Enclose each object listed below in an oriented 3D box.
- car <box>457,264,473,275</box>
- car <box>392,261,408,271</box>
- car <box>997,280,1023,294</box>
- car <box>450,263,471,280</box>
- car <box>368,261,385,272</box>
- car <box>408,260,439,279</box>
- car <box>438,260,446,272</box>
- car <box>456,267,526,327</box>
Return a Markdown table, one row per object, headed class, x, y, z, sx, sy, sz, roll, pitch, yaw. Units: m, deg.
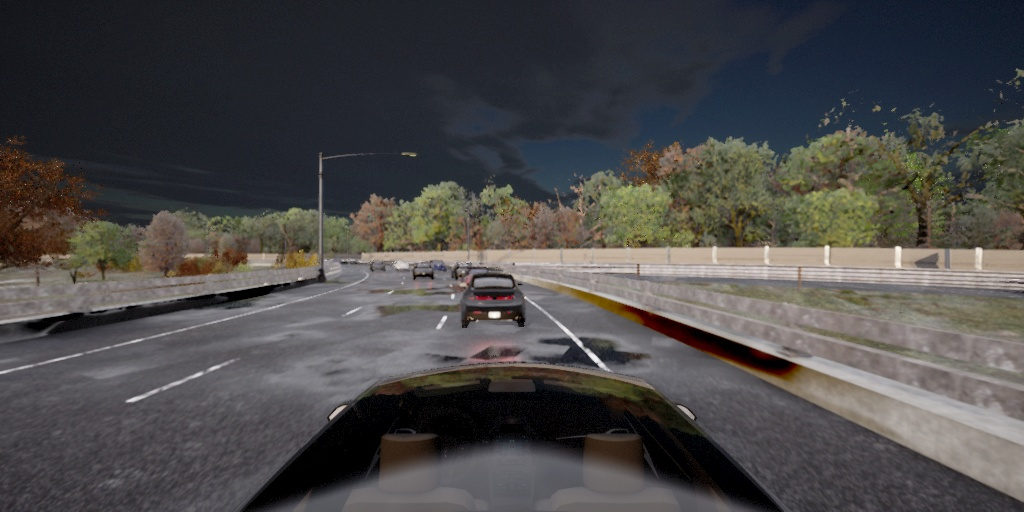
| class | x | y | z | sx | sy | sz | roll | pitch | yaw |
| --- | --- | --- | --- | --- | --- | --- | --- | --- | --- |
| car | -2.196 | 1.385 | 22.673 | 1.994 | 1.385 | 4.181 | 0 | 0 | -11 |
| car | -16.775 | 1.468 | 53.939 | 1.812 | 1.442 | 4.674 | 0 | 0 | -28 |
| car | 34.006 | 1.740 | 22.149 | 5.008 | 1.535 | 1.882 | 3 | 1 | 31 |
| car | -4.531 | 1.350 | 32.909 | 2.128 | 1.511 | 4.902 | 0 | 0 | -16 |
| car | -19.414 | 1.431 | 51.463 | 2.128 | 1.511 | 4.902 | 0 | 0 | -27 |
| car | -8.433 | 1.358 | 33.785 | 2.128 | 1.511 | 4.902 | 0 | 0 | -17 |
| car | -10.645 | 1.271 | 49.387 | 2.097 | 1.767 | 4.553 | 0 | 0 | -24 |
| car | -0.667 | 1.290 | 11.774 | 1.837 | 1.490 | 4.892 | 0 | 0 | -5 |
